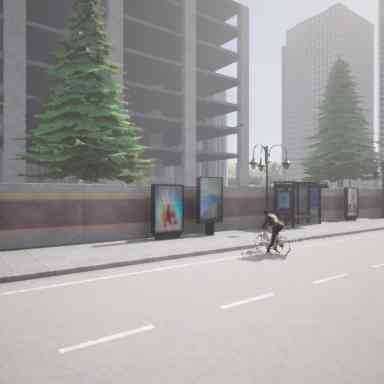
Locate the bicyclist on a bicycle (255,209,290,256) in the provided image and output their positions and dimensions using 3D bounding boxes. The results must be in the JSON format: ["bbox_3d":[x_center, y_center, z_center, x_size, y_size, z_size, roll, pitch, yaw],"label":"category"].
[{"bbox_3d":[2.869,1.455,12.037,0.582,1.620,1.656,0,-2,-36],"label":"bicyclist on a bicycle"}]
